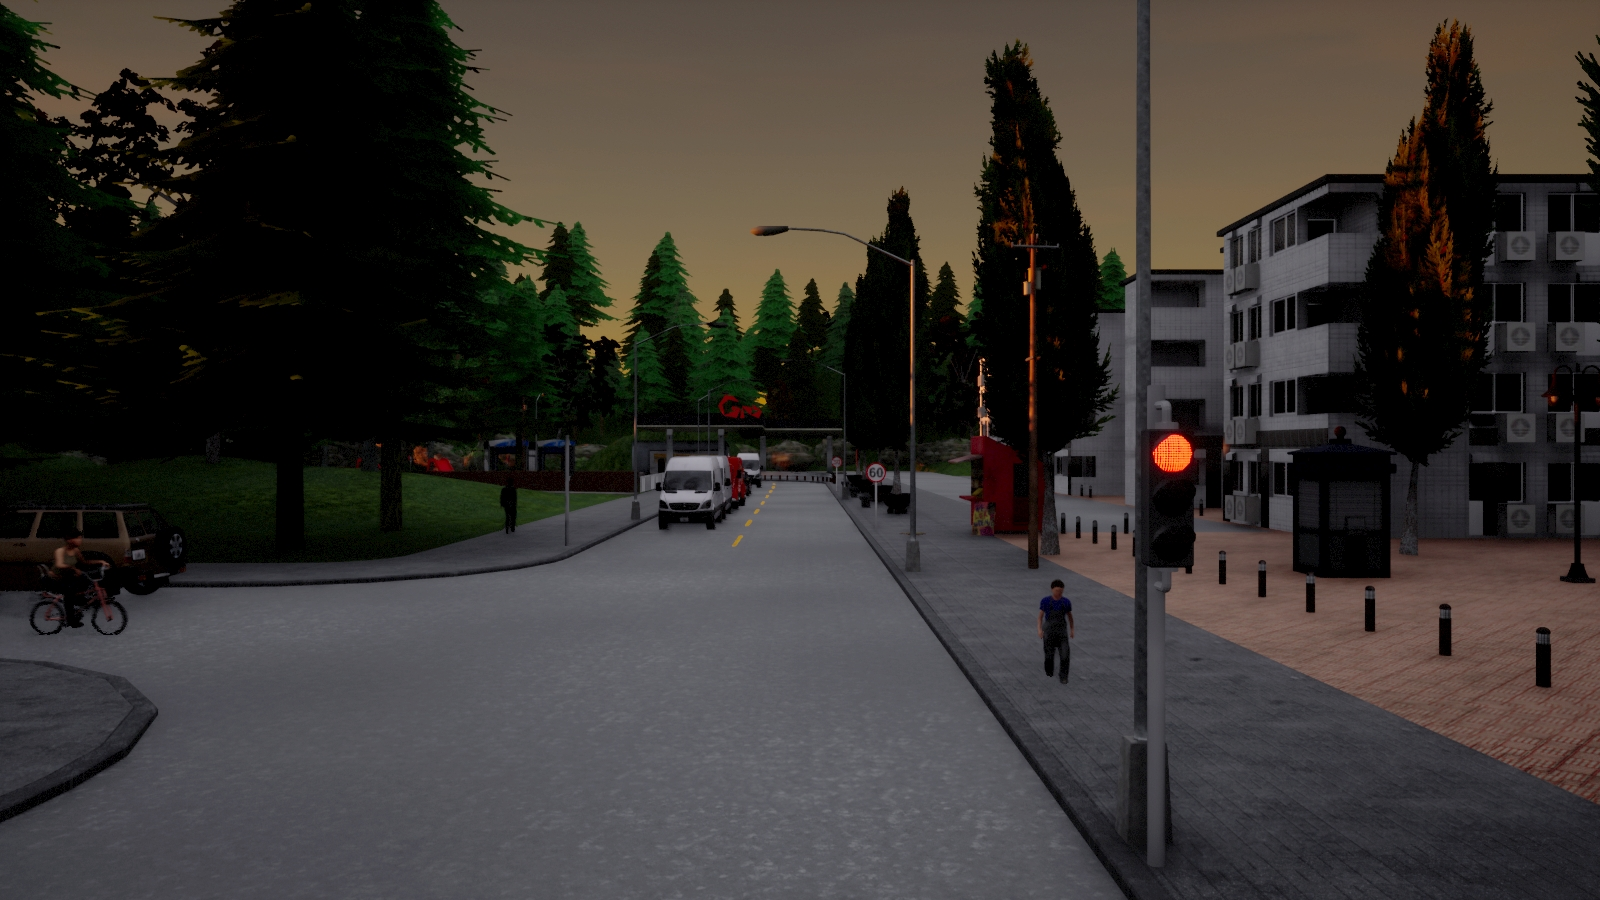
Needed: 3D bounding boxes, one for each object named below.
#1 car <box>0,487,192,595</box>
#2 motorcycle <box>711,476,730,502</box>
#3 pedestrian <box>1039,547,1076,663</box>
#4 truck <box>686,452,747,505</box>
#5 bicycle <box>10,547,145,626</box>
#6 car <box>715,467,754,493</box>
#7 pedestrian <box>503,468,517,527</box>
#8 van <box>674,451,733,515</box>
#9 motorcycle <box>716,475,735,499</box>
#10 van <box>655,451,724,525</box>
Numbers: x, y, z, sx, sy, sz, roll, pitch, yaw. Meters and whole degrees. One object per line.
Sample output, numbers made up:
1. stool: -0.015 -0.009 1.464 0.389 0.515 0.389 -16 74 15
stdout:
1. car: -14.069 1.640 21.141 4.605 1.855 1.932 0 0 0
2. motorcycle: -3.975 1.953 57.177 0.856 1.236 1.805 0 0 0
3. pedestrian: 3.003 1.802 13.358 0.375 1.300 0.375 0 0 5
4. truck: -3.995 1.339 55.631 2.627 2.467 5.204 0 0 0
5. bicycle: -10.841 2.033 17.170 1.487 1.080 0.859 0 0 2
6. car: -3.975 1.816 70.543 2.128 1.511 4.902 0 0 0
7. pedestrian: -9.292 1.519 36.591 0.375 1.860 0.375 0 0 0
8. van: -4.007 1.306 48.327 1.988 2.561 5.915 0 0 0
9. motorcycle: -3.988 1.975 61.268 0.867 1.251 2.209 0 0 0
10. van: -4.013 1.307 42.390 1.988 2.561 5.915 0 0 0
